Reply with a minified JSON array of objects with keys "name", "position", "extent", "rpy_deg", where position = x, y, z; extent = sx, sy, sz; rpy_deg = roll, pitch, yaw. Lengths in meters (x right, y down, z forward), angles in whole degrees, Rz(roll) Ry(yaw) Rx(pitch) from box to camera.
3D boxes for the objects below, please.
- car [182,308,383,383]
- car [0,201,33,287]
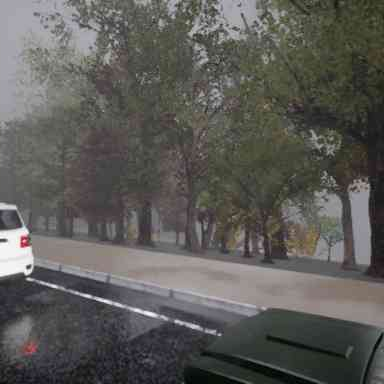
[{"name":"car","position":[2.179,1.601,2.128],"extent":[4.718,1.301,1.895],"rpy_deg":[0,0,36]},{"name":"car","position":[-6.106,1.217,8.057],"extent":[5.566,2.045,2.150],"rpy_deg":[0,0,35]}]
